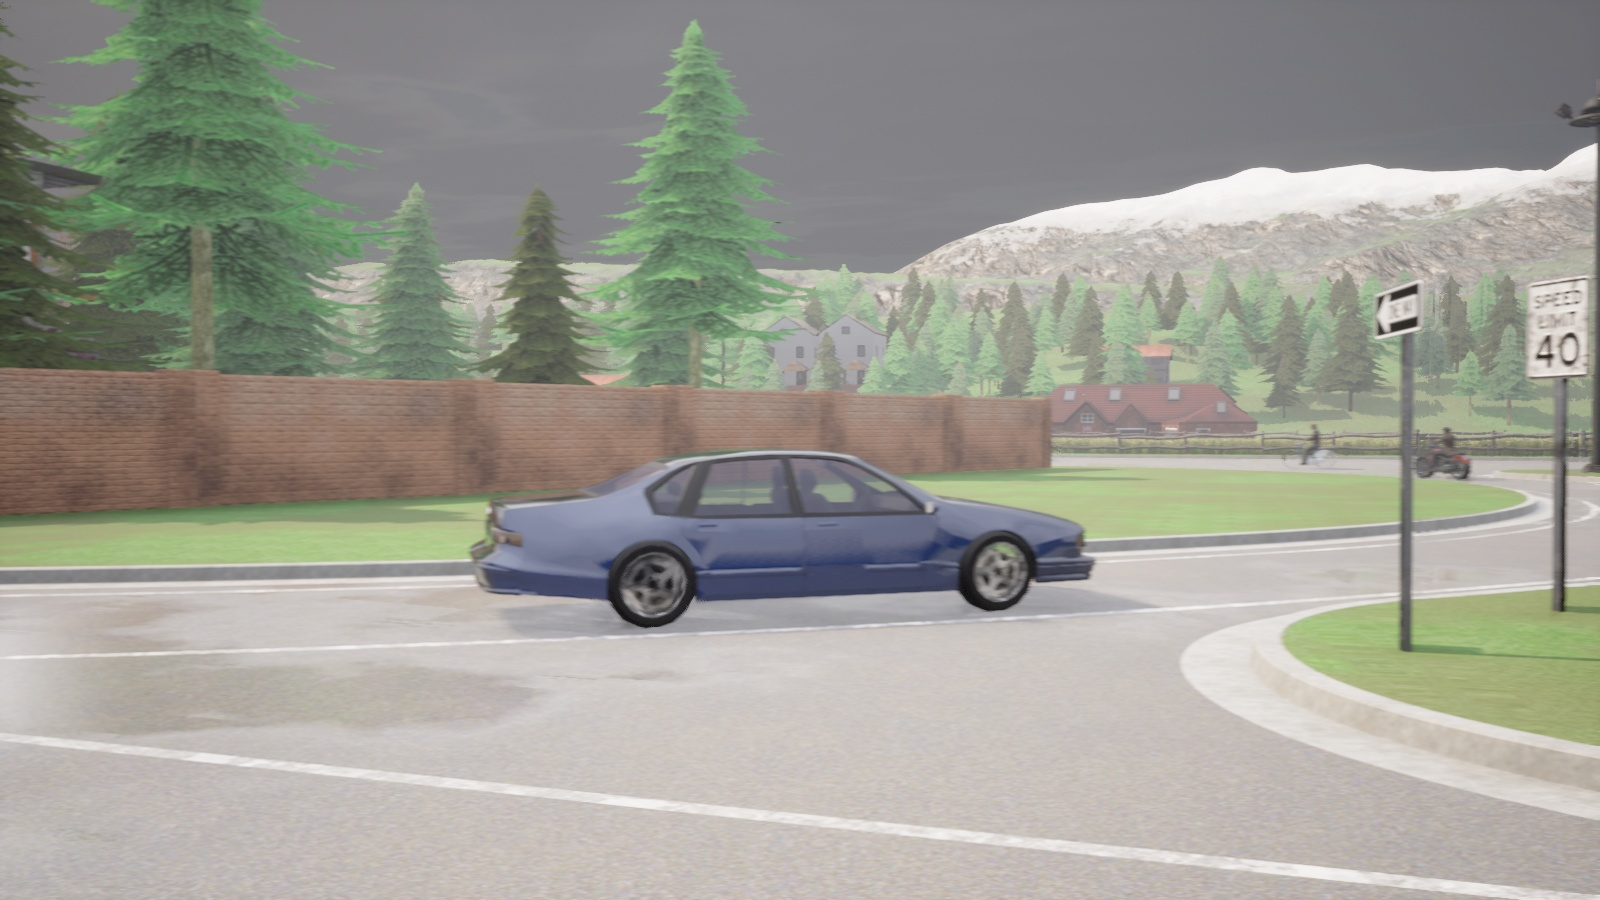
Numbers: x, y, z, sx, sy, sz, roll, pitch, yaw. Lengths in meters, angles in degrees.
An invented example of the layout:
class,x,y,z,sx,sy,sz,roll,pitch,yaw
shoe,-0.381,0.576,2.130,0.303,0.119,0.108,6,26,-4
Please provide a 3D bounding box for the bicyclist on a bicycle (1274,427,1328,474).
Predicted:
class,x,y,z,sx,sy,sz,roll,pitch,yaw
bicyclist on a bicycle,19.168,0.006,48.059,1.843,1.776,0.659,1,1,19

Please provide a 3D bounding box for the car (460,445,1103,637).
class,x,y,z,sx,sy,sz,roll,pitch,yaw
car,-0.216,0.683,11.179,5.357,1.411,2.033,0,1,-17

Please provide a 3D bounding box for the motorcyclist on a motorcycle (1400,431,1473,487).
class,x,y,z,sx,sy,sz,roll,pitch,yaw
motorcyclist on a motorcycle,19.641,0.243,38.828,0.766,1.649,2.350,-1,1,-9
